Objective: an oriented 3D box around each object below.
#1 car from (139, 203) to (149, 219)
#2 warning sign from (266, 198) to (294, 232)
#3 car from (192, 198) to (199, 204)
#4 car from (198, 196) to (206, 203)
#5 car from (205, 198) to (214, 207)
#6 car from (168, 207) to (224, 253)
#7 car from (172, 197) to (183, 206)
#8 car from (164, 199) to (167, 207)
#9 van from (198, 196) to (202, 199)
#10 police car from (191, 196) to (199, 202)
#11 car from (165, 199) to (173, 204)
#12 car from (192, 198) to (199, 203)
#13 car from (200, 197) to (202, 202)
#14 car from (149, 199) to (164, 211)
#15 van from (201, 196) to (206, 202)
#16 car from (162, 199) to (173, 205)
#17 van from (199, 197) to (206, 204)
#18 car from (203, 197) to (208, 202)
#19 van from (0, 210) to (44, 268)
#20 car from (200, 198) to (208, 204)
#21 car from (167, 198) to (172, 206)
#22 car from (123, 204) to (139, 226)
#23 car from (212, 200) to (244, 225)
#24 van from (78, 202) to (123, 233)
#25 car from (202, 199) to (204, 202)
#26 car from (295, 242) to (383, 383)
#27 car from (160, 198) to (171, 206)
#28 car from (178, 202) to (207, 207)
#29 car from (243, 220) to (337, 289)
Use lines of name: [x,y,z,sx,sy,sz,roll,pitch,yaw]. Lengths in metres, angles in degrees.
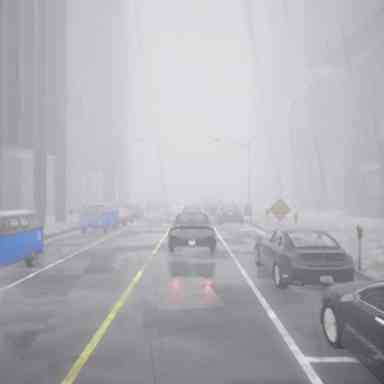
car: [-5.662,1.864,31.846,1.947,1.339,4.313,0,-1,0]
warning sign: [5.080,1.295,19.258,1.300,1.860,1.060,0,0,0]
car: [0.930,2.353,89.261,1.837,1.490,4.892,0,-1,0]
car: [2.883,2.208,93.982,2.192,1.841,5.009,0,-1,0]
car: [2.864,1.792,37.498,1.967,1.590,4.097,0,-1,0]
car: [0.008,1.626,14.292,2.128,1.511,4.902,0,0,0]
car: [-2.976,2.264,70.947,1.895,1.301,4.718,0,-1,0]
car: [-5.654,2.058,54.440,1.887,1.381,4.507,0,-1,0]
van: [2.876,2.071,77.037,1.690,1.788,3.998,0,-1,0]
police car: [0.926,2.178,79.373,1.930,1.638,5.238,0,-1,0]
car: [-5.645,2.366,82.682,1.802,1.307,4.206,0,-1,0]
car: [0.932,2.411,95.261,1.837,1.490,4.892,0,-1,0]
car: [2.872,2.007,60.091,1.967,1.590,4.097,0,-1,0]
car: [-5.656,2.025,48.791,1.947,1.339,4.313,0,-1,0]
van: [2.869,1.854,54.443,1.690,1.788,3.998,0,-1,0]
car: [-5.647,2.281,77.034,2.008,1.369,4.403,0,-1,0]
van: [2.881,2.180,88.333,1.690,1.788,3.998,0,-1,0]
car: [2.866,1.845,43.146,1.967,1.590,4.097,0,-1,0]
van: [-5.671,1.428,9.254,1.690,1.788,3.998,0,-1,0]
car: [2.880,2.329,82.683,1.887,1.381,4.507,0,-1,0]
car: [-5.651,2.172,65.737,2.008,1.369,4.403,0,-1,0]
car: [-5.664,1.769,26.028,1.752,1.417,4.829,0,-1,0]
car: [2.860,1.685,26.201,1.967,1.590,4.097,0,-1,0]
van: [-5.667,1.533,20.551,1.690,1.788,3.998,0,-1,0]
car: [2.869,2.004,48.793,1.887,1.381,4.507,0,-1,0]
car: [2.854,1.585,3.607,2.008,1.369,4.403,0,-1,0]
car: [-5.650,2.116,71.387,1.967,1.590,4.097,0,-1,0]
car: [0.016,1.839,29.289,1.994,1.385,4.181,0,-1,0]
car: [2.855,1.638,9.256,2.008,1.369,4.403,0,-1,0]
